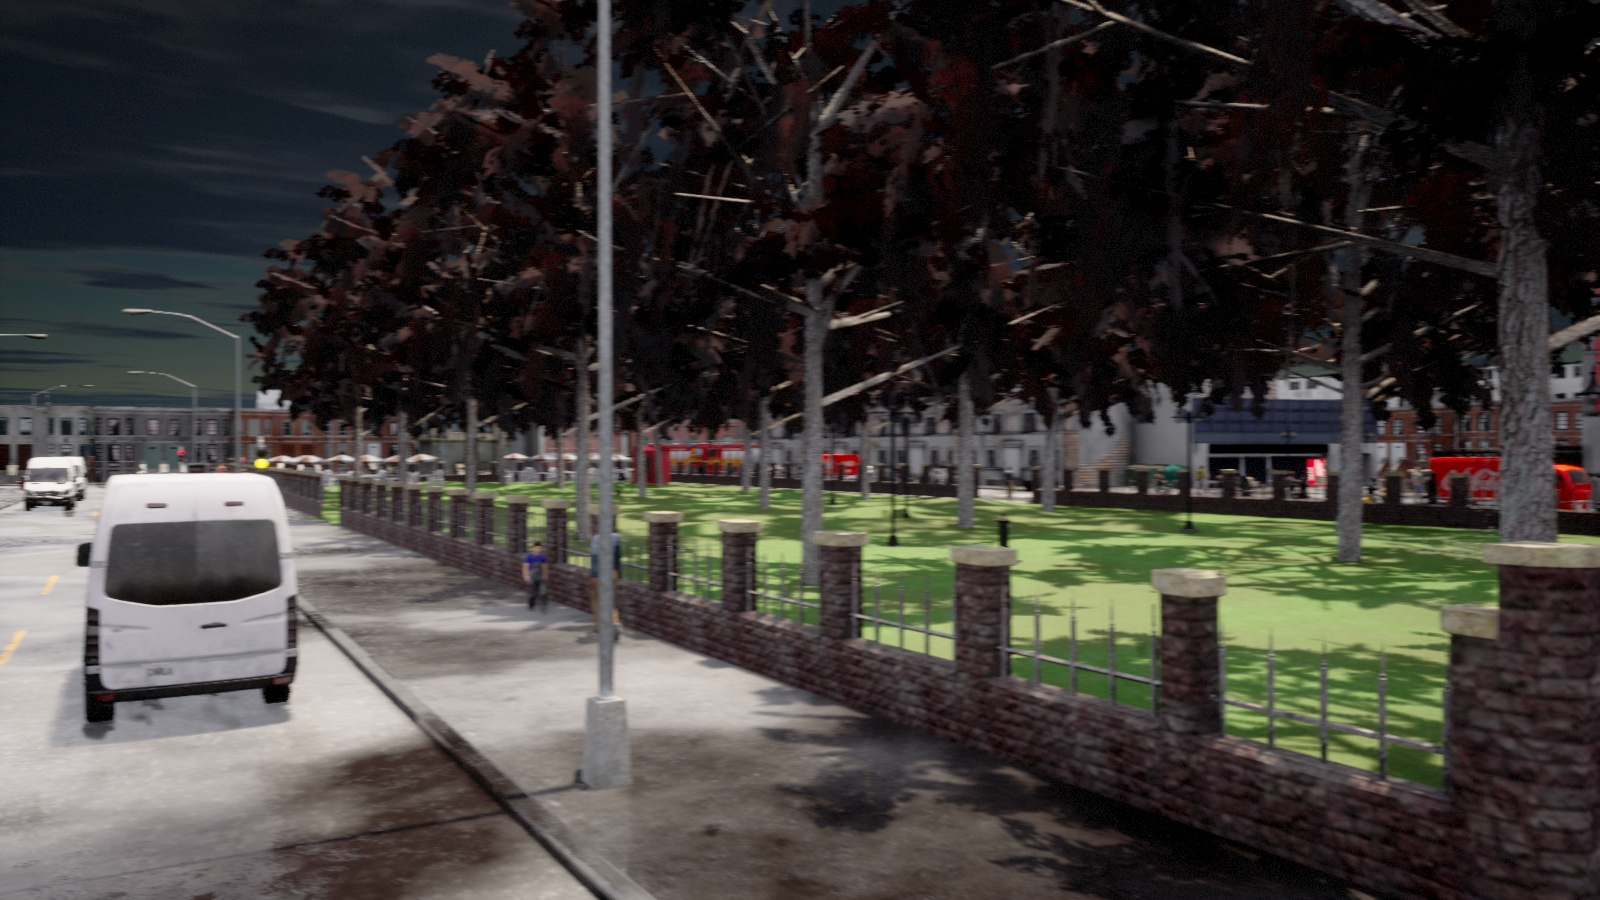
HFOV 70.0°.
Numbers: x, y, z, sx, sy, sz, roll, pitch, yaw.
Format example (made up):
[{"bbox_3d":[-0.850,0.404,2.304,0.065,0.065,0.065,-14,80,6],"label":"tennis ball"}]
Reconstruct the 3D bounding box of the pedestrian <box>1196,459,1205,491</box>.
[{"bbox_3d":[23.534,1.473,67.148,0.375,1.860,0.375,0,0,-28],"label":"pedestrian"}]

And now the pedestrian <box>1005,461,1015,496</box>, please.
[{"bbox_3d":[11.276,1.509,61.376,0.375,1.860,0.375,0,0,-24],"label":"pedestrian"}]

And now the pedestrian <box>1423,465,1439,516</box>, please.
[{"bbox_3d":[23.068,1.469,41.781,0.375,1.860,0.375,0,0,-29],"label":"pedestrian"}]

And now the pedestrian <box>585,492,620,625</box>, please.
[{"bbox_3d":[-2.828,1.539,16.385,0.375,1.860,0.375,0,0,-32],"label":"pedestrian"}]

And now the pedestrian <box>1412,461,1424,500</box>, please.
[{"bbox_3d":[29.612,1.451,54.760,0.375,1.860,0.375,0,0,-13],"label":"pedestrian"}]

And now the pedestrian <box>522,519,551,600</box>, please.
[{"bbox_3d":[-4.413,1.824,19.153,0.375,1.300,0.375,0,0,-30],"label":"pedestrian"}]

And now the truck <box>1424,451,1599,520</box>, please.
[{"bbox_3d":[27.344,1.278,43.974,2.627,2.467,5.204,0,0,-30],"label":"truck"}]

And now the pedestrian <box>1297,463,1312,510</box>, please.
[{"bbox_3d":[20.436,1.477,46.285,0.375,1.860,0.375,0,0,-29],"label":"pedestrian"}]

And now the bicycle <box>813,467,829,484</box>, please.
[{"bbox_3d":[1.594,1.959,88.146,0.329,1.271,1.835,0,0,-30],"label":"bicycle"}]

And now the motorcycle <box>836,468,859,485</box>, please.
[{"bbox_3d":[3.548,1.974,84.750,0.856,1.236,1.805,0,0,-30],"label":"motorcycle"}]

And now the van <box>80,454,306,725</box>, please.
[{"bbox_3d":[-7.513,1.341,13.943,1.988,2.561,5.915,0,0,-31],"label":"van"}]

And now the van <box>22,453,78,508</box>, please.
[{"bbox_3d":[-37.163,1.440,56.729,1.988,2.561,5.915,0,0,-30],"label":"van"}]
